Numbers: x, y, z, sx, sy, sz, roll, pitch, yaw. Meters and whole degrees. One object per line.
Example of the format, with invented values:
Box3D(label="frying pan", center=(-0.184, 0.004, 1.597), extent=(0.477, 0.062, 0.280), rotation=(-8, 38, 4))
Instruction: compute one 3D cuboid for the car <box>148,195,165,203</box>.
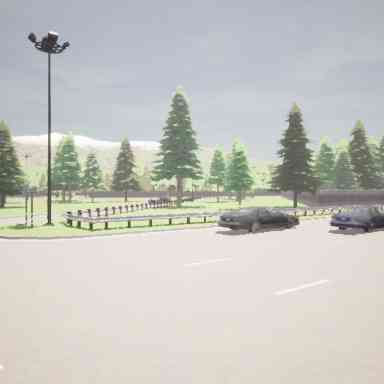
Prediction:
Box3D(label="car", center=(-6.591, 1.601, 59.952), extent=(1.895, 1.301, 4.718), rotation=(0, 0, 5))

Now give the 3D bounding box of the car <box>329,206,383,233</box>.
Box3D(label="car", center=(10.329, 1.547, 19.682), extent=(5.357, 1.411, 2.033), rotation=(0, 0, -35))

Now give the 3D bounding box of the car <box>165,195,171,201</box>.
Box3D(label="car", center=(-5.645, 1.351, 69.772), extent=(2.097, 1.767, 4.553), rotation=(0, 0, 5))

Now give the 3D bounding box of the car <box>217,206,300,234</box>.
Box3D(label="car", center=(3.973, 1.547, 19.457), extent=(5.357, 1.411, 2.033), rotation=(0, 0, -35))
